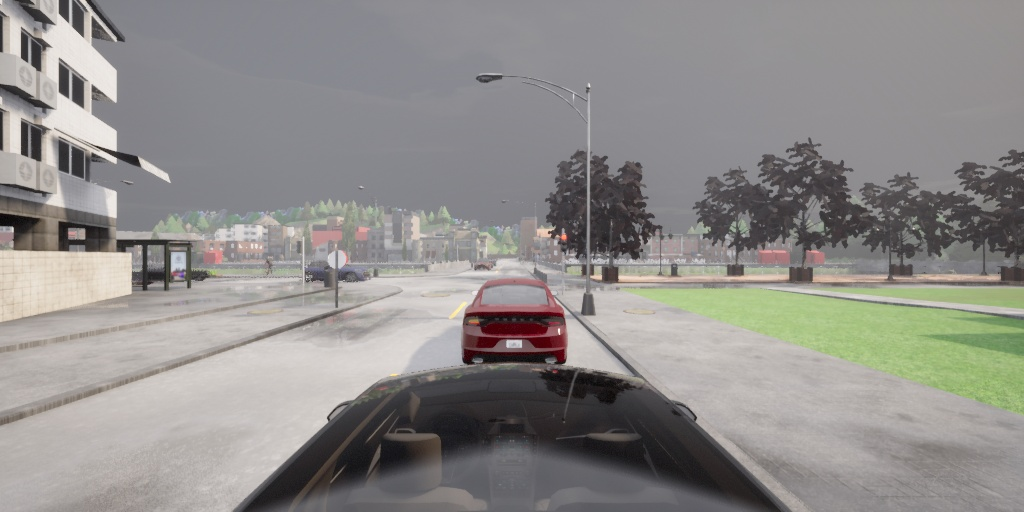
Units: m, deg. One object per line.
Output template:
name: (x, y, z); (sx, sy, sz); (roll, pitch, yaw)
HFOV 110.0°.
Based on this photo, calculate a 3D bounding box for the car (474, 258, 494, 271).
car: (-4.074, 1.102, 50.297); (2.097, 1.767, 4.553); (0, 0, 0)

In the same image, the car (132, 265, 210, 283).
car: (-25.641, 1.350, 26.899); (4.718, 1.301, 1.895); (0, 0, 0)

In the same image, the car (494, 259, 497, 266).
car: (-4.055, 1.241, 59.541); (2.128, 1.511, 4.902); (0, 0, 0)

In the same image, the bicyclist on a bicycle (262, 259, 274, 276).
bicyclist on a bicycle: (-24.011, 1.099, 35.296); (0.582, 1.620, 1.656); (0, 0, 0)

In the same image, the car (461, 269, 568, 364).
car: (0.055, 1.228, 8.097); (1.882, 1.535, 5.008); (0, 0, 0)

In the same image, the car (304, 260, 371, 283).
car: (-13.073, 1.102, 26.885); (4.553, 1.767, 2.097); (0, 0, 0)
